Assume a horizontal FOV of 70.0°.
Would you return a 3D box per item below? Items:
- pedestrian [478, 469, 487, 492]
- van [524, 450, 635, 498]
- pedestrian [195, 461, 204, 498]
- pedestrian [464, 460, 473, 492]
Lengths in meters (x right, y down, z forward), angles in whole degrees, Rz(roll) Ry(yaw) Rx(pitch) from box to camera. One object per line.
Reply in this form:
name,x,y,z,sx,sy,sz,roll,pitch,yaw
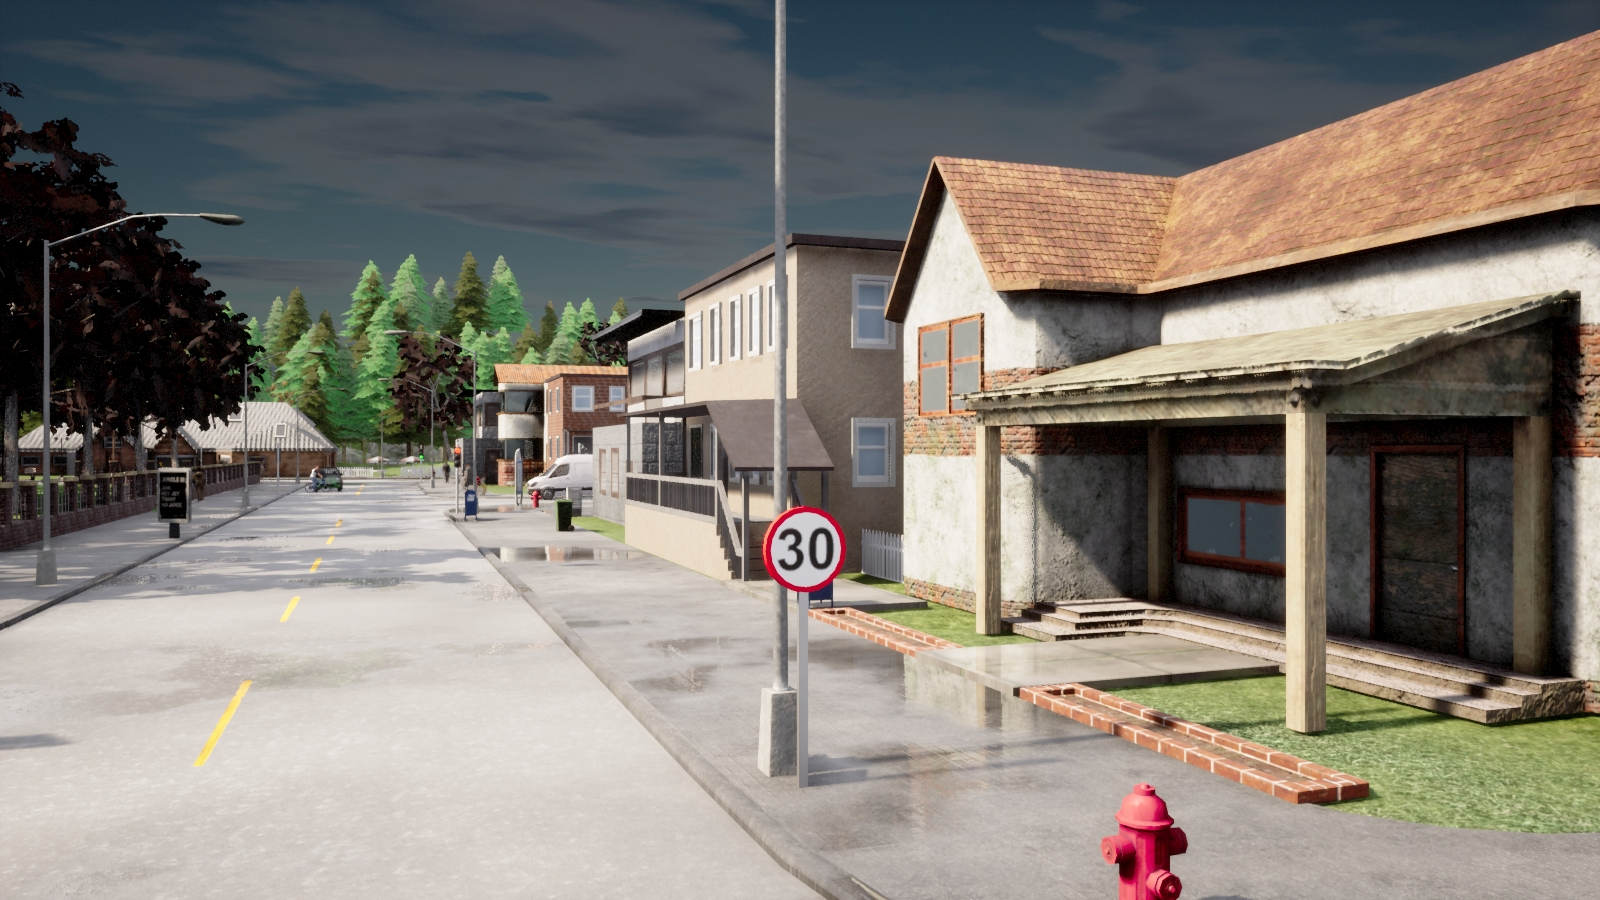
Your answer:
pedestrian,-18.629,1.797,67.008,0.375,1.300,0.375,0,0,4
van,-12.521,1.311,64.893,5.915,2.561,1.988,-1,0,-20
pedestrian,-30.976,1.525,58.946,0.375,1.860,0.375,0,0,-20
pedestrian,-19.305,1.516,66.583,0.375,1.860,0.375,0,0,24
